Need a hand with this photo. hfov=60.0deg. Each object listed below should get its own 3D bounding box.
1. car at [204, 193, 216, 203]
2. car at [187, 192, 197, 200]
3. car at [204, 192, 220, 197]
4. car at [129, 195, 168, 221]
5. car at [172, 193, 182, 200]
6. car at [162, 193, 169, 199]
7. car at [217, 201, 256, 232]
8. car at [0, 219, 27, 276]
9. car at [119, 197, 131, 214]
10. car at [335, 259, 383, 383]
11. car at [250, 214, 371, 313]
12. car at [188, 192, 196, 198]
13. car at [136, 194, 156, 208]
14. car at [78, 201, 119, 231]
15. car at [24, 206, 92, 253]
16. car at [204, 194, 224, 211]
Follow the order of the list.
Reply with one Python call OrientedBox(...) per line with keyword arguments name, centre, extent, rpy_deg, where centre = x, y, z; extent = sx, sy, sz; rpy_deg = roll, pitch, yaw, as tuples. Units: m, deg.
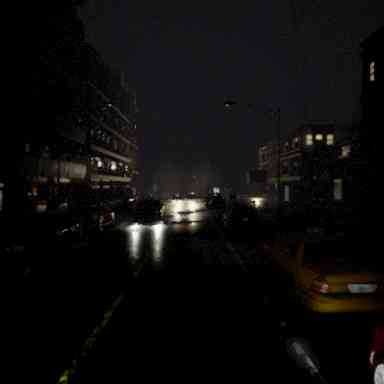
OrientedBox(name="car", centre=(3.011, 1.016, 56.835), extent=(1.837, 1.490, 4.892), rpy_deg=(0, 0, 0))
OrientedBox(name="car", centre=(0.013, 0.839, 69.021), extent=(2.128, 1.511, 4.902), rpy_deg=(0, 0, 0))
OrientedBox(name="car", centre=(2.686, 0.958, 41.433), extent=(2.192, 1.841, 5.009), rpy_deg=(-1, 0, 0))
OrientedBox(name="car", centre=(-3.095, 1.264, 24.733), extent=(1.882, 1.535, 5.008), rpy_deg=(0, 0, 0))
OrientedBox(name="car", centre=(-2.992, 0.976, 67.258), extent=(1.994, 1.385, 4.181), rpy_deg=(0, 1, 0))
OrientedBox(name="car", centre=(-5.686, 0.942, 69.852), extent=(1.887, 1.381, 4.507), rpy_deg=(-1, 0, 0))
OrientedBox(name="car", centre=(2.684, 1.404, 18.726), extent=(1.947, 1.339, 4.313), rpy_deg=(-1, 0, 0))
OrientedBox(name="car", centre=(-5.698, 1.517, 7.402), extent=(1.802, 1.307, 4.206), rpy_deg=(-1, 0, 0))
OrientedBox(name="car", centre=(-5.696, 1.181, 30.110), extent=(1.967, 1.590, 4.097), rpy_deg=(-1, 0, 0))
OrientedBox(name="car", centre=(2.681, 1.529, 1.694), extent=(1.887, 1.381, 4.507), rpy_deg=(-1, 0, 0))
OrientedBox(name="car", centre=(2.682, 1.460, 7.541), extent=(1.752, 1.417, 4.829), rpy_deg=(-1, 0, 0))
OrientedBox(name="car", centre=(0.017, 0.733, 84.786), extent=(1.994, 1.385, 4.181), rpy_deg=(0, 0, 0))
OrientedBox(name="car", centre=(-5.693, 1.083, 41.465), extent=(1.967, 1.590, 4.097), rpy_deg=(-1, 0, 0))
OrientedBox(name="car", centre=(-5.698, 1.278, 18.756), extent=(1.967, 1.590, 4.097), rpy_deg=(-1, 0, 0))
OrientedBox(name="car", centre=(-5.697, 1.453, 13.080), extent=(1.947, 1.339, 4.313), rpy_deg=(-1, 0, 0))
OrientedBox(name="car", centre=(2.688, 1.258, 35.759), extent=(1.947, 1.339, 4.313), rpy_deg=(-1, 0, 0))
